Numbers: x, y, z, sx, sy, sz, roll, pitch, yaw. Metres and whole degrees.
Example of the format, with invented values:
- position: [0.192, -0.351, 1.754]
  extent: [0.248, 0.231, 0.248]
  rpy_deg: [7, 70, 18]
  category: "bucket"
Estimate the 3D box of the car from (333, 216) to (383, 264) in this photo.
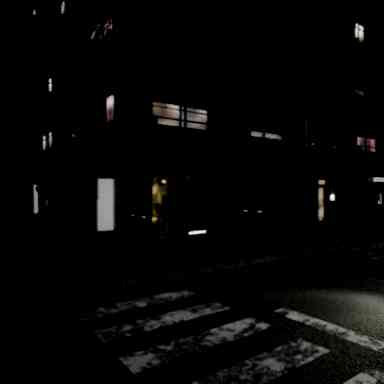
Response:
- position: [6.524, 1.503, 11.250]
  extent: [4.403, 1.369, 2.008]
  rpy_deg: [0, 0, -36]
  category: "car"
